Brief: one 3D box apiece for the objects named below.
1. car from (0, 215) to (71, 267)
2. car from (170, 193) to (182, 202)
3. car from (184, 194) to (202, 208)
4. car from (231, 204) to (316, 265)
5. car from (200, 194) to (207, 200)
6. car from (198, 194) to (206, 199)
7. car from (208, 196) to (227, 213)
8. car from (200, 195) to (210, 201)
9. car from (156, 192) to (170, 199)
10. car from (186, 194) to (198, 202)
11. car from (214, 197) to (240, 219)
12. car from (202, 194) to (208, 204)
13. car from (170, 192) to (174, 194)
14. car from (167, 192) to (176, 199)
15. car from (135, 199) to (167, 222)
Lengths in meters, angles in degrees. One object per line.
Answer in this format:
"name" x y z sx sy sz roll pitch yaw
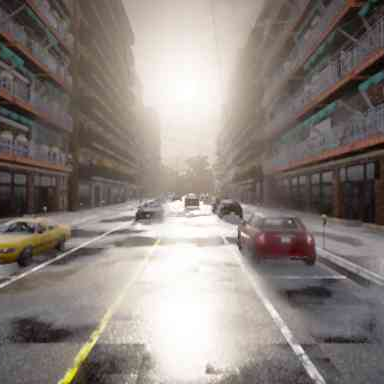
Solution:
"car" -5.678 1.484 11.368 1.752 1.417 4.829 1 0 0
"car" -2.999 1.365 66.662 1.895 1.301 4.718 0 0 0
"car" 0.007 1.238 44.308 1.882 1.535 5.008 0 0 0
"car" 2.703 1.398 11.503 1.967 1.590 4.097 1 0 0
"car" 2.847 1.235 84.057 1.752 1.417 4.829 1 0 0
"car" 2.849 1.225 95.023 2.008 1.369 4.403 1 0 0
"car" 3.117 1.227 35.168 2.097 1.767 4.553 0 0 0
"car" 2.780 1.311 73.392 1.947 1.339 4.313 1 0 0
"car" -5.690 1.224 61.648 1.967 1.590 4.097 1 0 0
"car" 0.008 1.212 65.163 2.128 1.511 4.902 0 0 0
"car" 3.149 1.403 28.197 1.837 1.490 4.892 0 0 0
"car" 2.716 1.328 56.217 1.752 1.417 4.829 1 0 0
"car" -5.799 1.243 89.489 2.008 1.369 4.403 1 0 0
"car" -5.796 0.989 95.056 2.192 1.841 5.009 1 0 0
"car" -3.096 1.473 25.369 1.994 1.385 4.181 0 0 0
